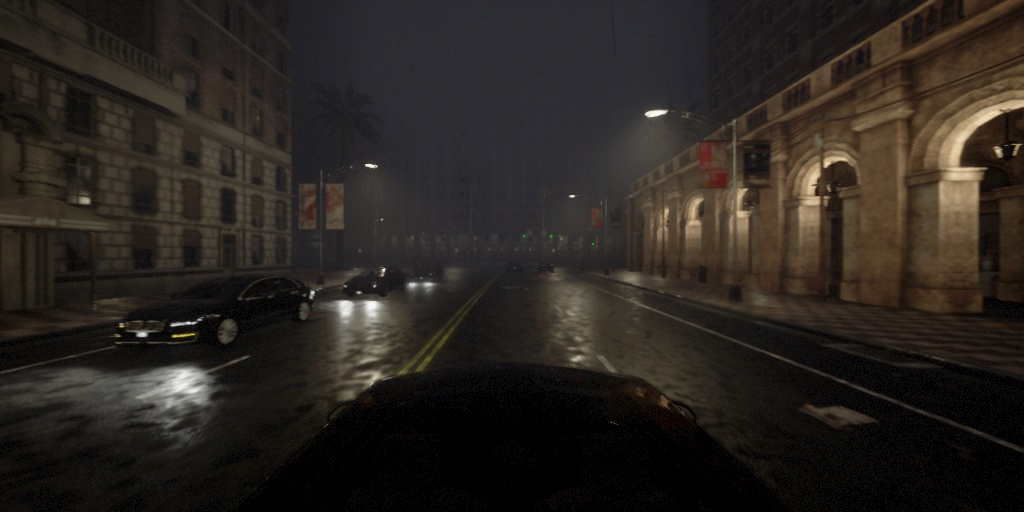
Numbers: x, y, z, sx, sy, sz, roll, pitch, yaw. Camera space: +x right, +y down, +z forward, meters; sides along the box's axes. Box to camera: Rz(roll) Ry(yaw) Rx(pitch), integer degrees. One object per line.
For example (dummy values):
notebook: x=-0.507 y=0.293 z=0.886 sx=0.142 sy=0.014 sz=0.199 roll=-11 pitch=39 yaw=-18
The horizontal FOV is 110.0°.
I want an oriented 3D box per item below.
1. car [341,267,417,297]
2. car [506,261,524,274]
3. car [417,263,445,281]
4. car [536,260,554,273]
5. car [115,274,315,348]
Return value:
car: x=-6.996 y=1.297 z=19.158 sx=2.033 sy=1.411 sz=5.357 roll=0 pitch=0 yaw=1
car: x=0.342 y=1.310 z=41.506 sx=1.994 sy=1.385 sz=4.181 roll=0 pitch=0 yaw=1
car: x=-6.849 y=1.296 z=29.814 sx=2.033 sy=1.411 sz=5.357 roll=0 pitch=0 yaw=1
car: x=3.855 y=1.237 z=41.997 sx=2.128 sy=1.511 sz=4.902 roll=0 pitch=0 yaw=1
car: x=-7.085 y=1.255 z=9.300 sx=1.837 sy=1.490 sz=4.892 roll=0 pitch=0 yaw=0
